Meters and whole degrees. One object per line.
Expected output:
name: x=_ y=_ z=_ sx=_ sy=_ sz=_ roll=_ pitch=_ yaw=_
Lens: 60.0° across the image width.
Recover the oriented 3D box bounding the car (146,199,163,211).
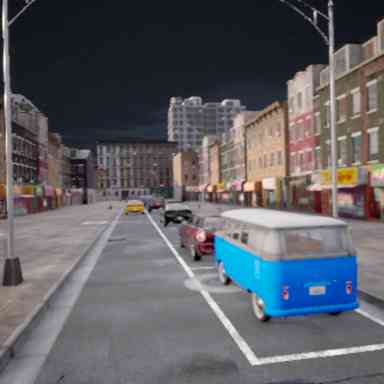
car: x=-5.131 y=1.663 z=44.703 sx=2.008 sy=1.369 sz=4.403 roll=-2 pitch=0 yaw=-10

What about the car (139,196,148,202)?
car: x=-12.844 y=1.848 z=87.823 sx=2.008 sy=1.369 sz=4.403 roll=-2 pitch=0 yaw=-10

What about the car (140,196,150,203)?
car: x=-10.919 y=1.691 z=77.042 sx=1.967 sy=1.590 sz=4.097 roll=-2 pitch=0 yaw=-10

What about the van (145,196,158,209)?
van: x=-6.101 y=1.477 z=50.093 sx=1.690 sy=1.788 sz=3.998 roll=-2 pitch=0 yaw=-10

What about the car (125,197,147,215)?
car: x=-6.323 y=1.620 z=36.685 sx=1.882 sy=1.535 sz=5.008 roll=-1 pitch=0 yaw=-10

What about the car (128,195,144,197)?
car: x=-8.536 y=1.421 z=48.903 sx=2.150 sy=2.045 sz=5.566 roll=-1 pitch=0 yaw=-10

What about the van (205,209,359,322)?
van: x=1.612 y=1.297 z=6.974 sx=1.690 sy=1.788 sz=3.998 roll=-2 pitch=0 yaw=-10

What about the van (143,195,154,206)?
van: x=-8.029 y=1.523 z=60.872 sx=1.690 sy=1.788 sz=3.998 roll=-2 pitch=0 yaw=-10

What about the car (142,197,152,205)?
car: x=-9.018 y=1.731 z=66.430 sx=1.752 sy=1.417 sz=4.829 roll=-2 pitch=0 yaw=-10

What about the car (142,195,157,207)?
car: x=-7.066 y=1.474 z=55.482 sx=2.192 sy=1.841 sz=5.009 roll=-2 pitch=0 yaw=-10

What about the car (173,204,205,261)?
car: x=0.651 y=1.417 z=12.364 sx=1.967 sy=1.590 sz=4.097 roll=-2 pitch=0 yaw=-10

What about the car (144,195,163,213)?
car: x=-4.173 y=1.404 z=39.313 sx=2.192 sy=1.841 sz=5.009 roll=-2 pitch=0 yaw=-10

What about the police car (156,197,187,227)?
police car: x=-1.208 y=1.444 z=23.404 sx=1.930 sy=1.638 sz=5.238 roll=-1 pitch=0 yaw=-10
